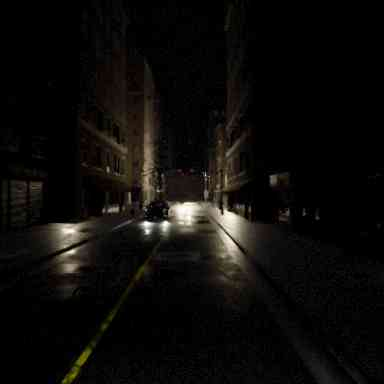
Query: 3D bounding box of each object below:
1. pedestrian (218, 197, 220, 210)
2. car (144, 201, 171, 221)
[{"bbox_3d":[3.633,1.509,45.137,0.375,1.860,0.375,0,0,0],"label":"pedestrian"},{"bbox_3d":[-3.086,1.602,30.291,2.097,1.767,4.553,0,0,0],"label":"car"}]
